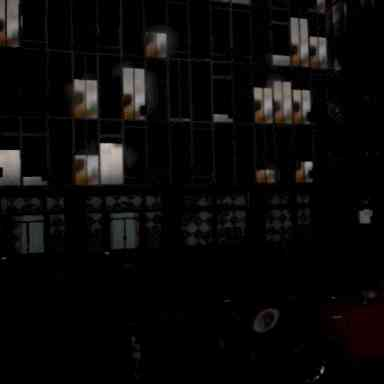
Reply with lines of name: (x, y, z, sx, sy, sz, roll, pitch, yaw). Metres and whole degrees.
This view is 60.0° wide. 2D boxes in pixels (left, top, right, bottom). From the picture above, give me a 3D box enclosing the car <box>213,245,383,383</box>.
car: (2.367, 1.577, 5.077, 4.097, 1.590, 1.967, 0, -2, -12)
